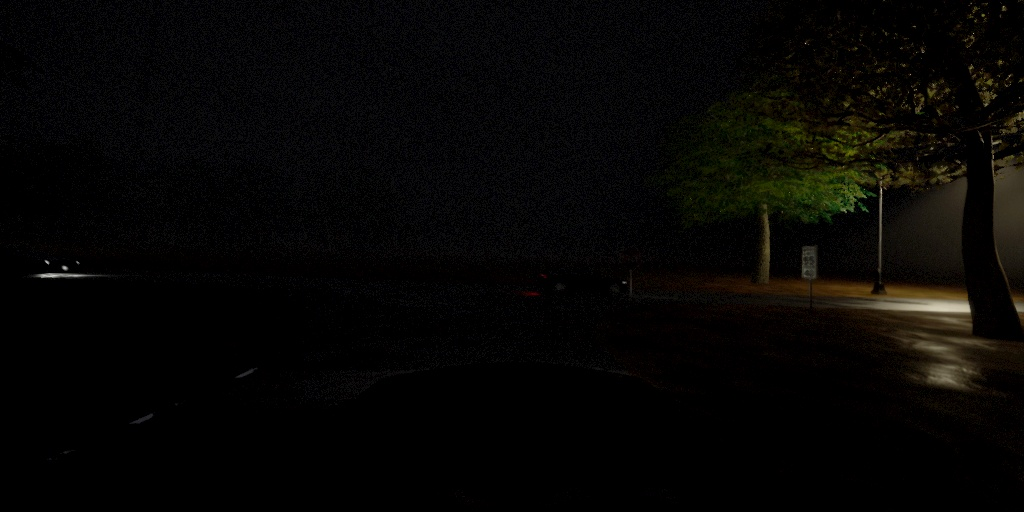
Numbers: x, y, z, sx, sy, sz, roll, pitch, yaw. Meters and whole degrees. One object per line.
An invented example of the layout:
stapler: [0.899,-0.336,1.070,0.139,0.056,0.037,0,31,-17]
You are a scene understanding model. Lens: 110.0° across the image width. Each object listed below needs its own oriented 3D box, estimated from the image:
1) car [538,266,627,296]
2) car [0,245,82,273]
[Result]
car: [3.998,1.392,20.382,5.008,1.535,1.882,2,-2,-3]
car: [-26.452,0.127,19.000,5.357,1.411,2.033,3,-2,-3]
